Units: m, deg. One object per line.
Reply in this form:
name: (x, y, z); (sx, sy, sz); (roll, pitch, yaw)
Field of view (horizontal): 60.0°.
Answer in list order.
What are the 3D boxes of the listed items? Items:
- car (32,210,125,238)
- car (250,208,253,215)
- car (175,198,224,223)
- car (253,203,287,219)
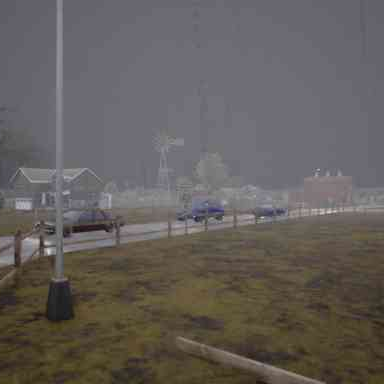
car: (-6.398, 1.750, 19.569); (2.033, 1.411, 5.357); (0, 0, 34)
car: (8.820, 2.083, 40.994); (1.837, 1.490, 4.892); (0, 0, 36)
car: (0.802, 1.589, 29.750); (2.150, 2.045, 5.566); (0, -1, 35)
car: (8.731, 2.004, 35.817); (1.882, 1.535, 5.008); (0, -1, 35)
